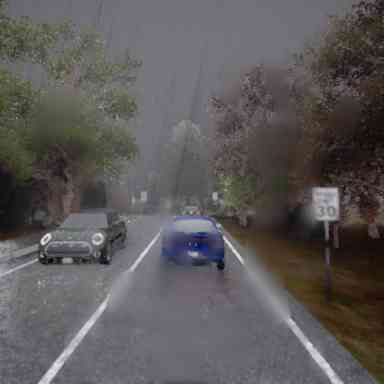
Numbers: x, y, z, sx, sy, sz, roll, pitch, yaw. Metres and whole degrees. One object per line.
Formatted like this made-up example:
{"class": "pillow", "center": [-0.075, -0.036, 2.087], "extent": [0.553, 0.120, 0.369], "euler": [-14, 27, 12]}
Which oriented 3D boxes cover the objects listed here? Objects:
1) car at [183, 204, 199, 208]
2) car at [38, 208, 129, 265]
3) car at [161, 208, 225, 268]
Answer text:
{"class": "car", "center": [-0.062, 1.803, 29.327], "extent": [2.033, 1.411, 5.357], "euler": [0, -1, 0]}
{"class": "car", "center": [-3.660, 1.430, 11.983], "extent": [2.097, 1.767, 4.553], "euler": [0, 0, 0]}
{"class": "car", "center": [0.030, 1.553, 11.559], "extent": [1.882, 1.535, 5.008], "euler": [0, 0, 0]}
